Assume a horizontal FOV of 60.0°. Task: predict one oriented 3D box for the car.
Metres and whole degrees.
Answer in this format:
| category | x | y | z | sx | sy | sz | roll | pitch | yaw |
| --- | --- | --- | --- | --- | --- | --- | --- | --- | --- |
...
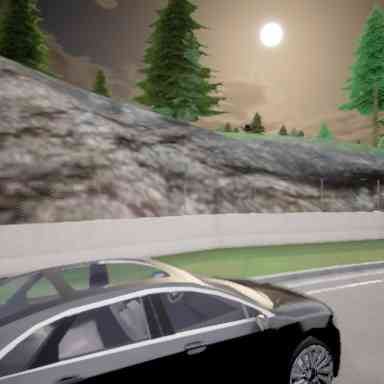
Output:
| category | x | y | z | sx | sy | sz | roll | pitch | yaw |
| --- | --- | --- | --- | --- | --- | --- | --- | --- | --- |
| car | -0.488 | 1.465 | 3.337 | 4.902 | 1.511 | 2.128 | 0 | 0 | -34 |
